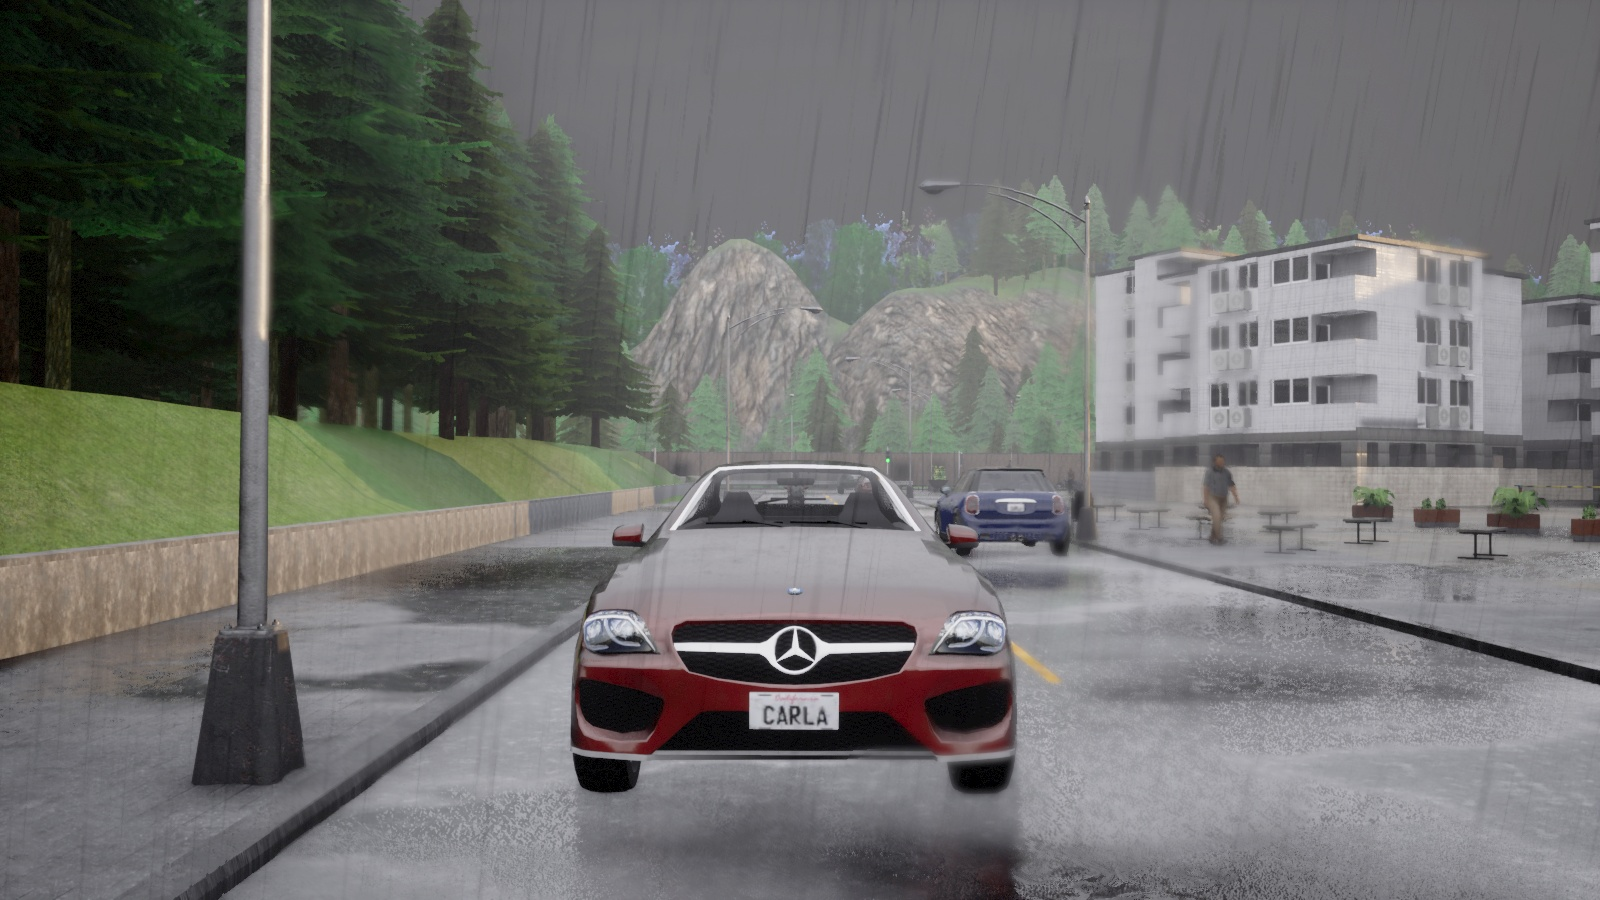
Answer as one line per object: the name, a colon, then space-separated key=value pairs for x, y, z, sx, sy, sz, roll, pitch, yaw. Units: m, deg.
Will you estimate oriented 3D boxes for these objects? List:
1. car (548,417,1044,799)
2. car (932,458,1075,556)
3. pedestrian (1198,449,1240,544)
car: x=-0.024 y=0.727 z=7.983 sx=2.152 sy=1.651 sz=5.027 roll=0 pitch=-1 yaw=0
car: x=3.928 y=1.077 z=25.042 sx=2.097 sy=1.767 sz=4.553 roll=0 pitch=-1 yaw=0
pedestrian: x=8.208 y=0.904 z=24.617 sx=0.540 sy=1.848 sz=0.694 roll=0 pitch=-1 yaw=-5
